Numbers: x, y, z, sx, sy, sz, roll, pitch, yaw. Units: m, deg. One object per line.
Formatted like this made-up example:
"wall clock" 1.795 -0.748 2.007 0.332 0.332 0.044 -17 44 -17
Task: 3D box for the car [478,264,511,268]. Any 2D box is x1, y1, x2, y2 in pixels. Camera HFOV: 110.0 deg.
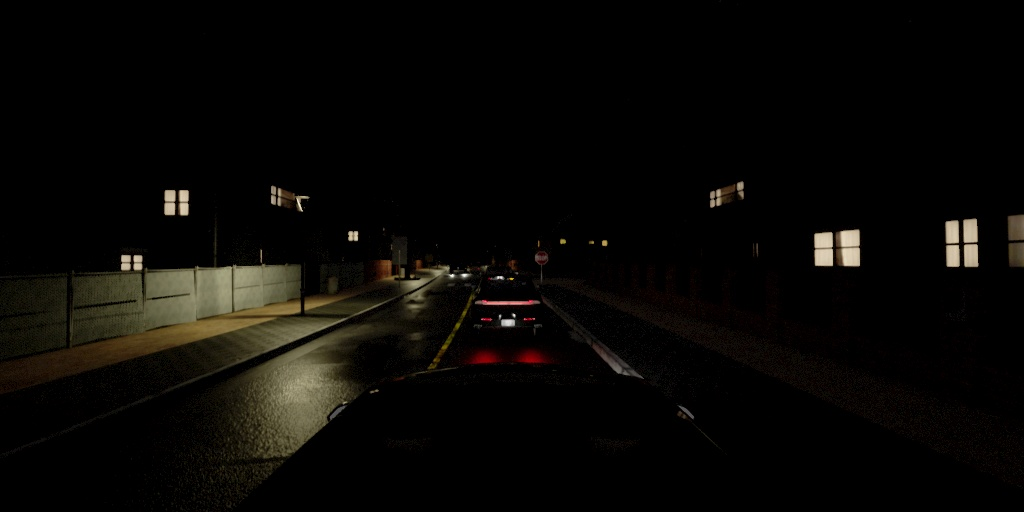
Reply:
"car" -0.704 1.286 19.532 1.837 1.490 4.892 0 0 -2

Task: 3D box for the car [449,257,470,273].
"car" -6.778 1.110 45.423 2.150 2.045 5.566 0 0 -7

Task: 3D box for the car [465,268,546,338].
"car" -0.176 1.250 10.240 2.128 1.511 4.902 0 0 -2
